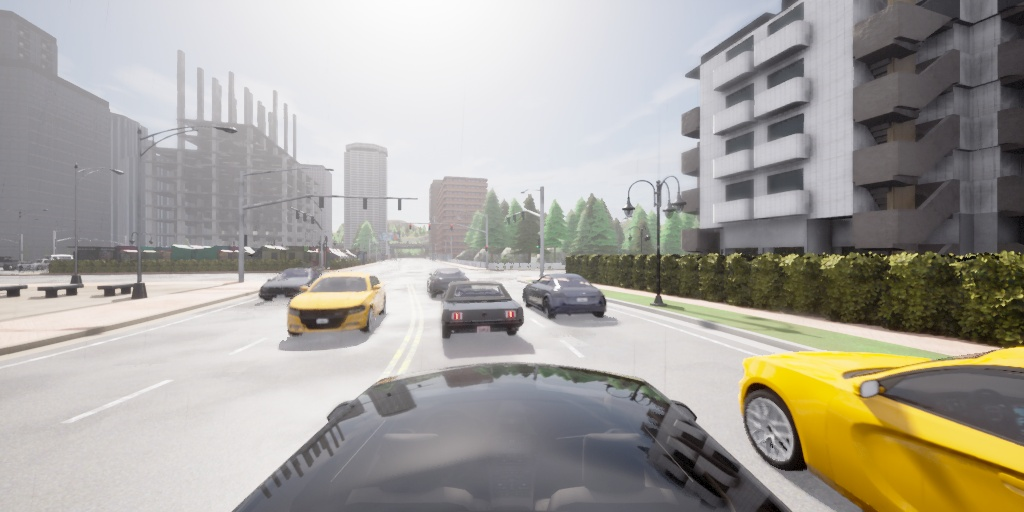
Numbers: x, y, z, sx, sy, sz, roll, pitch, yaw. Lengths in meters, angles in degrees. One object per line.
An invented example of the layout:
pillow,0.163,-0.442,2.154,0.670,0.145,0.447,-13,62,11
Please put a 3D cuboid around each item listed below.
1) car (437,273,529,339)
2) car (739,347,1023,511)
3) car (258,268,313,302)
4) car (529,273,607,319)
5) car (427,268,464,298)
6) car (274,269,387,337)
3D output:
car,-1.080,1.351,10.175,1.895,1.301,4.718,0,0,-12
car,3.380,1.228,1.813,1.882,1.535,5.008,0,0,-1
car,-10.342,1.297,17.441,2.033,1.411,5.357,0,0,-16
car,1.740,1.314,13.007,1.994,1.385,4.181,0,0,-12
car,-3.327,1.314,18.642,1.994,1.385,4.181,0,0,-16
car,-4.918,1.227,10.676,1.882,1.535,5.008,0,0,-13
